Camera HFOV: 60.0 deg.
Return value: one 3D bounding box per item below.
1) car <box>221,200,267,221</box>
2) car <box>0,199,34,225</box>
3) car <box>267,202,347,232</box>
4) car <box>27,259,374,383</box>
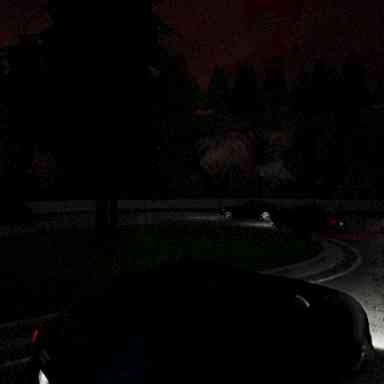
[{"bbox_3d":[4.697,1.411,26.132,5.008,1.535,1.882,0,-1,31],"label":"car"},{"bbox_3d":[-12.771,1.343,21.442,2.097,1.767,4.553,0,0,37],"label":"car"},{"bbox_3d":[6.798,1.467,19.555,1.812,1.442,4.674,1,0,-27],"label":"car"},{"bbox_3d":[0.357,1.554,4.007,4.181,1.385,1.994,0,0,-37],"label":"car"}]
